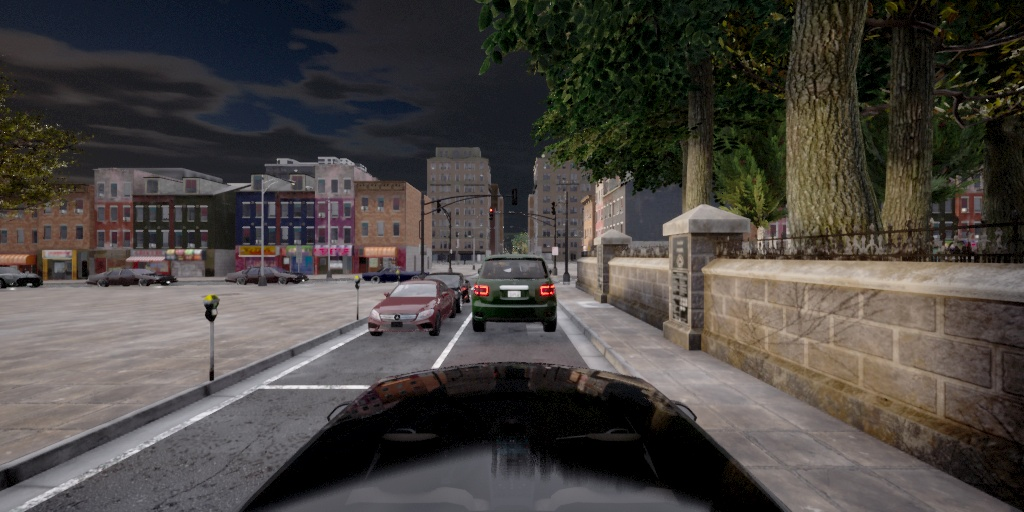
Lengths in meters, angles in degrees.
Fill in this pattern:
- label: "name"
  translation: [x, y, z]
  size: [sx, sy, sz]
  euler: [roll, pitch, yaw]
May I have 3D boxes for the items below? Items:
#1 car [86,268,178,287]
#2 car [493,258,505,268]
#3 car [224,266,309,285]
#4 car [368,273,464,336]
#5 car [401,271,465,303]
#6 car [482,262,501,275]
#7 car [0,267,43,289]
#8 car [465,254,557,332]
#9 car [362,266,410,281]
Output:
- label: "car"
  translation: [-28.374, 1.623, 26.828]
  size: [5.357, 1.411, 2.033]
  euler: [-1, 0, 0]
- label: "car"
  translation: [-2.240, 1.213, 61.599]
  size: [1.882, 1.535, 5.008]
  euler: [0, 0, 0]
- label: "car"
  translation: [-18.300, 1.482, 26.855]
  size: [5.357, 1.411, 2.033]
  euler: [-1, 0, 0]
- label: "car"
  translation: [-2.632, 1.331, 10.295]
  size: [1.802, 1.307, 4.207]
  euler: [0, 0, 0]
- label: "car"
  translation: [-2.629, 1.315, 13.958]
  size: [1.948, 1.339, 4.313]
  euler: [0, 0, 0]
- label: "car"
  translation: [-2.252, 1.342, 40.744]
  size: [1.895, 1.301, 4.718]
  euler: [0, 0, 0]
- label: "car"
  translation: [-38.333, 1.597, 26.821]
  size: [4.553, 1.767, 2.097]
  euler: [-1, 0, 0]
- label: "car"
  translation: [0.082, 0.971, 10.973]
  size: [2.150, 2.045, 5.566]
  euler: [0, 0, 1]
- label: "car"
  translation: [-8.539, 1.425, 26.881]
  size: [4.718, 1.301, 1.895]
  euler: [-1, 0, 0]
